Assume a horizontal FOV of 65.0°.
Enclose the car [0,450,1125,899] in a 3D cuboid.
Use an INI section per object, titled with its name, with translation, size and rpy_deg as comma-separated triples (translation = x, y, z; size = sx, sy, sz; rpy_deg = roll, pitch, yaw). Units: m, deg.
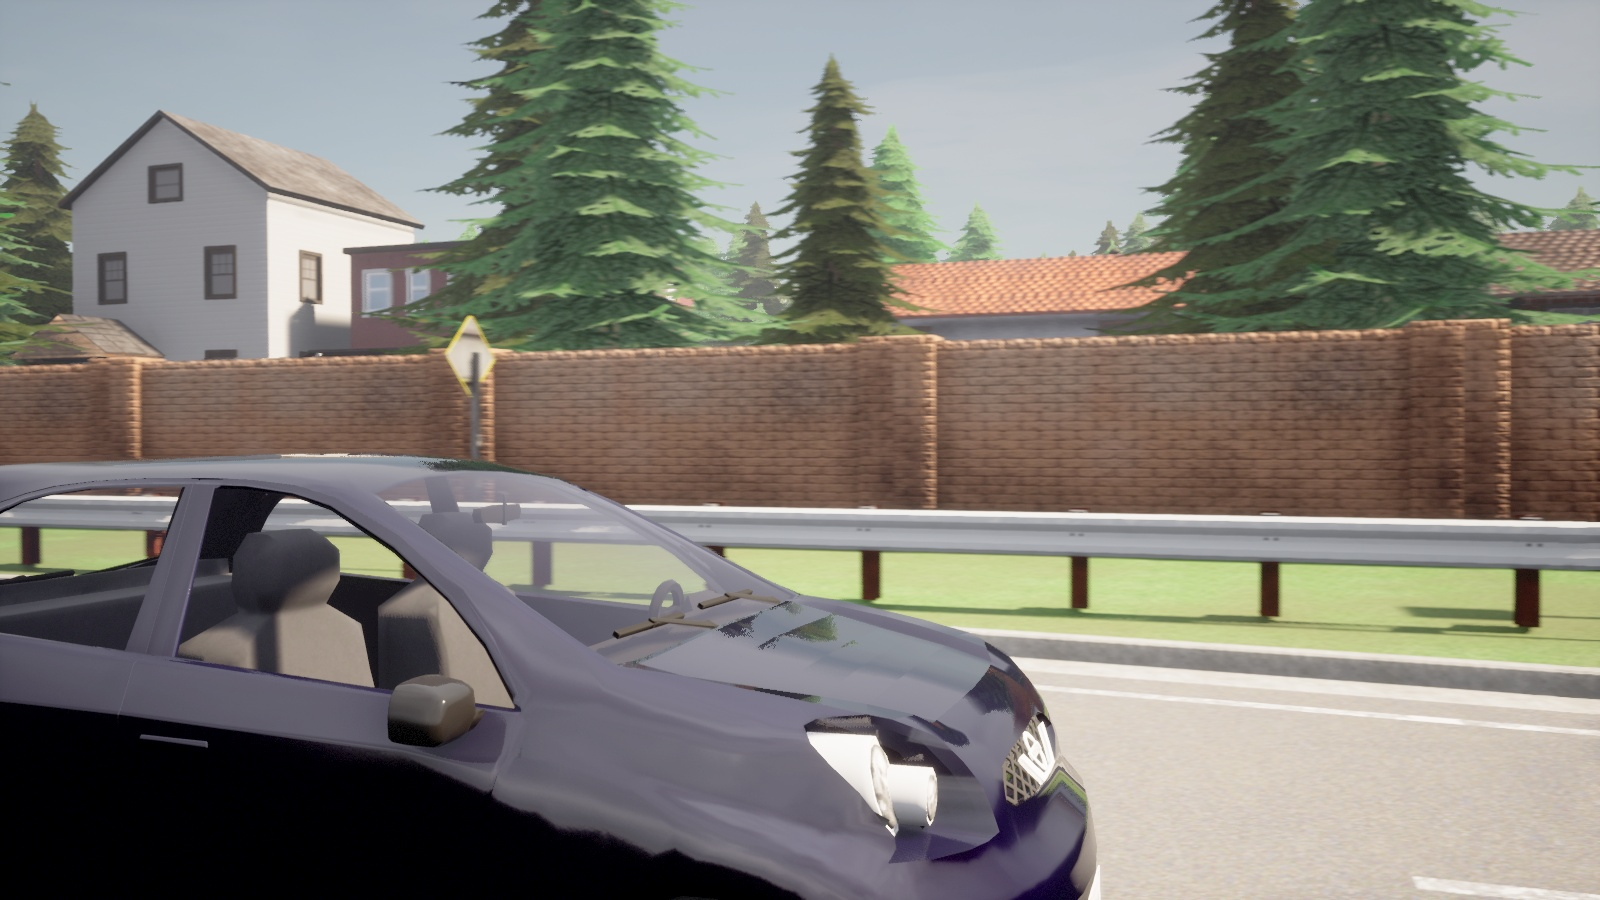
[car]
translation = -1.030, 0.780, 3.540
size = 3.633, 1.501, 1.845
rpy_deg = 1, 1, 19
